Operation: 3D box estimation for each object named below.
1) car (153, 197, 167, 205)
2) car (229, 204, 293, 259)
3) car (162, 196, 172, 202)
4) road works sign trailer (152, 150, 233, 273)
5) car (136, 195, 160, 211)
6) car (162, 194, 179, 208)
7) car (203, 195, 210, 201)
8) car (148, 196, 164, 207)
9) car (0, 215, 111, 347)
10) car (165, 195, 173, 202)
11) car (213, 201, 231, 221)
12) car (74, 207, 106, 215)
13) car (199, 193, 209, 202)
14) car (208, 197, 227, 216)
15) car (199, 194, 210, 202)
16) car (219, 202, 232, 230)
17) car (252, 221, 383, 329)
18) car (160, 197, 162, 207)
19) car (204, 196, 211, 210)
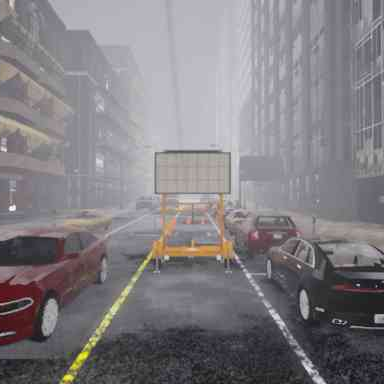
[{"bbox_3d":[-5.555,1.537,57.757,1.887,1.381,4.507,1,0,0],"label":"car"},{"bbox_3d":[2.730,1.443,12.525,1.967,1.590,4.097,1,0,0],"label":"car"},{"bbox_3d":[-5.520,1.528,74.711,1.887,1.381,4.507,1,0,0],"label":"car"},{"bbox_3d":[0.023,0.467,10.642,2.380,3.560,2.880,0,0,0],"label":"road works sign trailer"},{"bbox_3d":[-5.588,1.314,40.802,2.192,1.841,5.009,1,0,0],"label":"car"},{"bbox_3d":[-2.998,1.218,47.102,2.150,2.045,5.566,0,0,0],"label":"car"},{"bbox_3d":[2.801,1.522,46.604,1.752,1.417,4.829,1,0,0],"label":"car"},{"bbox_3d":[-5.566,1.435,52.104,1.967,1.590,4.097,1,0,0],"label":"car"},{"bbox_3d":[-3.085,1.479,6.689,1.882,1.535,5.008,0,0,0],"label":"car"},{"bbox_3d":[-5.507,1.505,80.191,1.752,1.417,4.829,1,0,0],"label":"car"},{"bbox_3d":[2.752,1.586,23.827,1.802,1.307,4.206,1,0,0],"label":"car"},{"bbox_3d":[-5.640,1.529,18.025,1.752,1.417,4.829,1,0,0],"label":"car"},{"bbox_3d":[2.876,1.295,80.342,2.192,1.841,5.009,1,0,0],"label":"car"},{"bbox_3d":[2.766,1.443,29.478,1.967,1.590,4.097,1,0,0],"label":"car"},{"bbox_3d":[2.852,1.302,69.039,2.192,1.841,5.009,1,0,0],"label":"car"},{"bbox_3d":[2.741,1.529,18.346,1.752,1.417,4.829,1,0,0],"label":"car"},{"bbox_3d":[2.716,1.553,6.872,2.008,1.369,4.403,1,0,0],"label":"car"},{"bbox_3d":[-5.580,1.522,46.283,1.752,1.417,4.829,1,0,0],"label":"car"},{"bbox_3d":[2.788,1.565,40.783,1.947,1.339,4.313,1,0,0],"label":"car"}]
